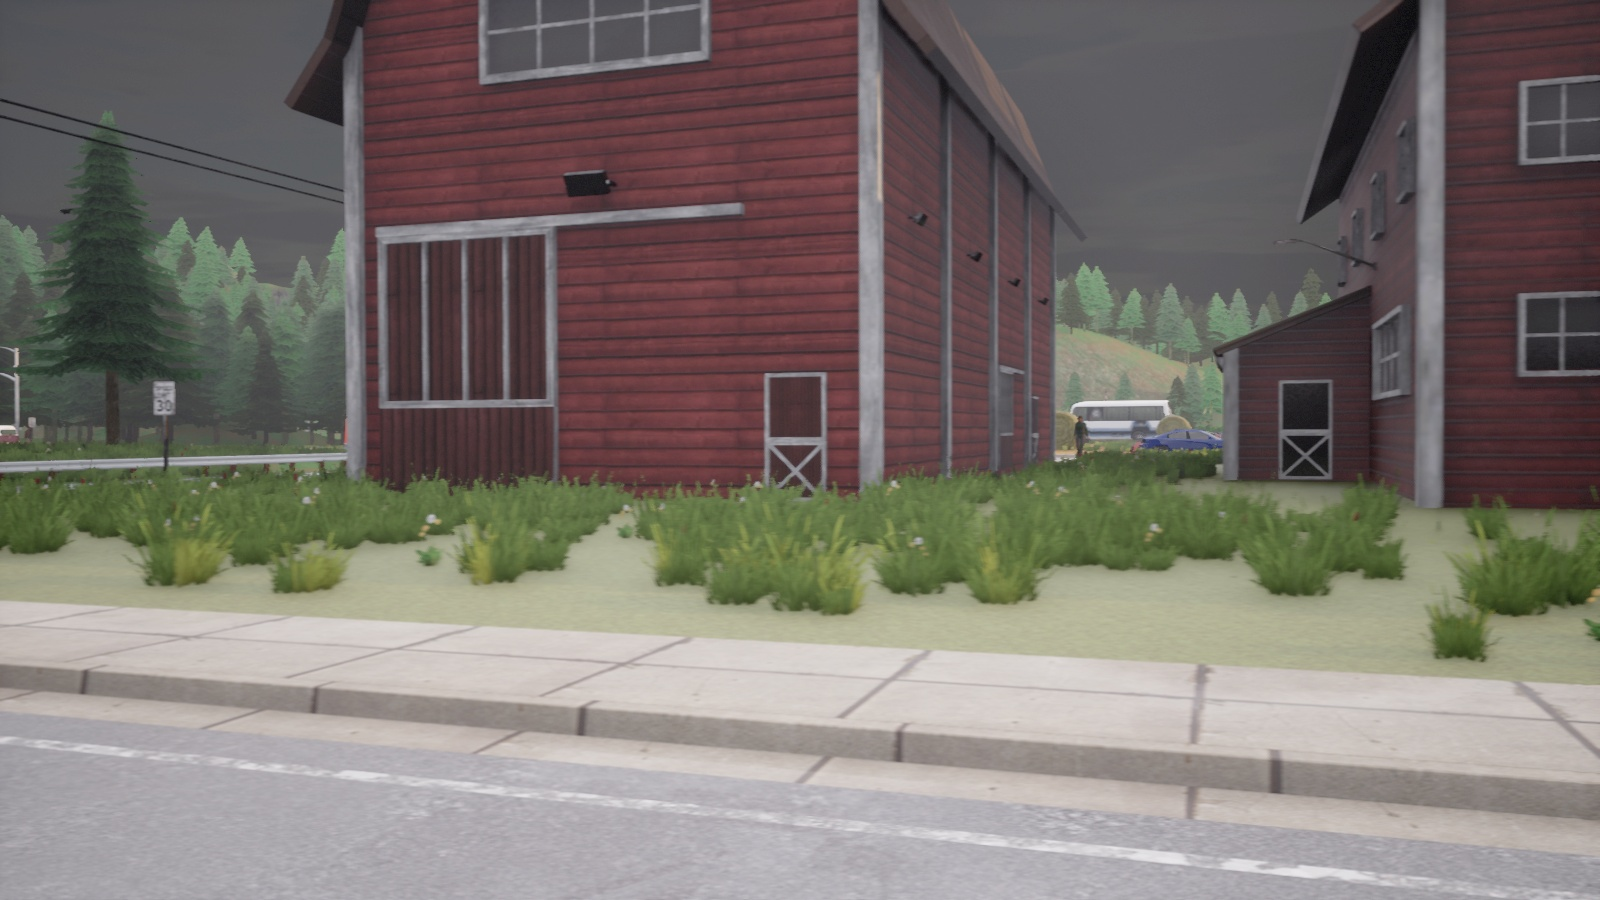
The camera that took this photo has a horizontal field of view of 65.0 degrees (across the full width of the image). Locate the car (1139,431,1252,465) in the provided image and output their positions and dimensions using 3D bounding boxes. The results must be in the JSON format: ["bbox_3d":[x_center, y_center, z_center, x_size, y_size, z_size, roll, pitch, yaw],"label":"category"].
[{"bbox_3d":[18.734,-0.106,59.556,5.008,1.535,1.882,1,1,19],"label":"car"}]

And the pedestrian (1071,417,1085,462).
[{"bbox_3d":[11.421,-0.441,51.524,0.353,1.847,0.614,1,1,32],"label":"pedestrian"}]
